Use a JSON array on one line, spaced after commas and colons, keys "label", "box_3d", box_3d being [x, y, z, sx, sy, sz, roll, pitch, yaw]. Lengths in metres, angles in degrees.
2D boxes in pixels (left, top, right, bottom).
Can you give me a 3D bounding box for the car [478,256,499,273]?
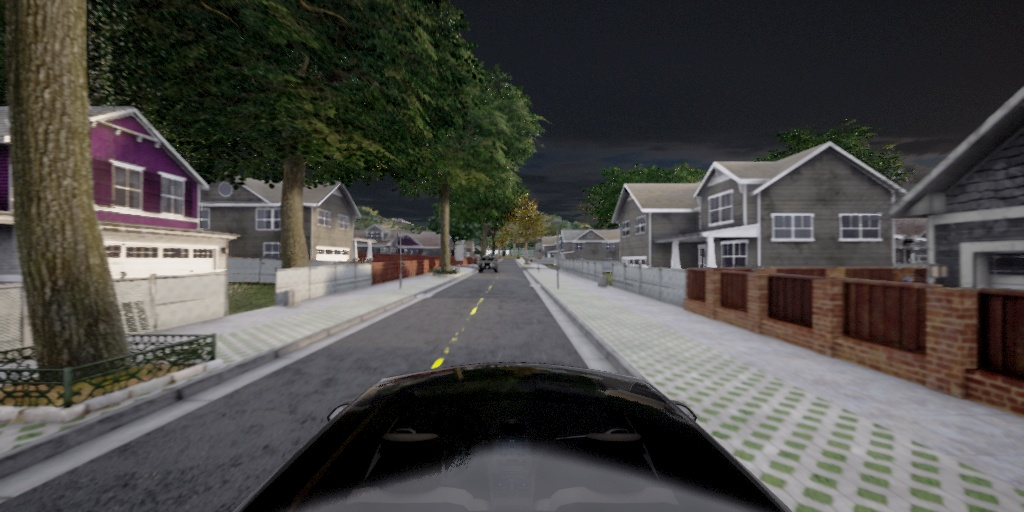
[{"label": "car", "box_3d": [-2.780, 0.960, 43.099, 2.150, 2.045, 5.566, 0, 0, 0]}]
